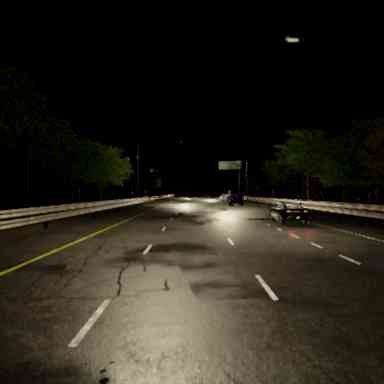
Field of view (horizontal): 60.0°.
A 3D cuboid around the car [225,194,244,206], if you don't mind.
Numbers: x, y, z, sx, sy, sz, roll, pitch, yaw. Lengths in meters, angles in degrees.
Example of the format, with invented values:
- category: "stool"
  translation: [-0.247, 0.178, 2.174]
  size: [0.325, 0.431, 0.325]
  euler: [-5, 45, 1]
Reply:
- category: "car"
  translation: [7.168, 1.273, 54.865]
  size: [2.150, 2.045, 5.566]
  euler: [0, 0, 0]

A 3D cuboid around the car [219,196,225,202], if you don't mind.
- category: "car"
  translation: [7.346, 1.589, 78.951]
  size: [1.812, 1.442, 4.674]
  euler: [0, 0, 1]

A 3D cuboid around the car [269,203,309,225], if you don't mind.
- category: "car"
  translation: [7.035, 1.512, 24.445]
  size: [2.128, 1.511, 4.902]
  euler: [0, 0, 0]
